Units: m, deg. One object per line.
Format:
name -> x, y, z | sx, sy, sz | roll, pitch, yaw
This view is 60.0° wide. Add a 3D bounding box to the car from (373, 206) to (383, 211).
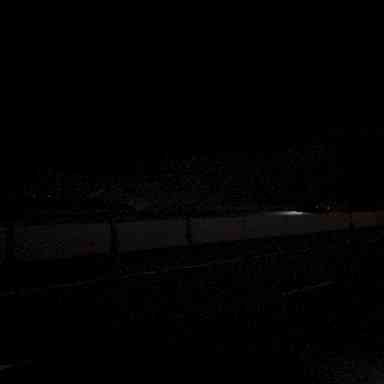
car -> 22.106, 2.041, 37.028 | 4.181, 1.385, 1.994 | 1, -1, -35
